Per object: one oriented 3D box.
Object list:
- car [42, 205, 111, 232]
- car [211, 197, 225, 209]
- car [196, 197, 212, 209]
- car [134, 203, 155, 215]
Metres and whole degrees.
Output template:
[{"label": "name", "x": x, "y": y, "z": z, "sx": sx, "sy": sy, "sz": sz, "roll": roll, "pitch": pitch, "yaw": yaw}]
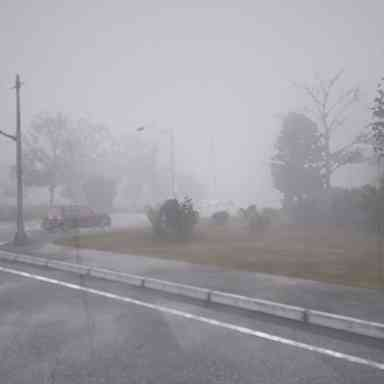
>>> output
[{"label": "car", "x": -7.847, "y": 1.691, "z": 23.028, "sx": 2.097, "sy": 1.767, "sz": 4.553, "roll": -3, "pitch": -1, "yaw": 34}, {"label": "car", "x": 5.909, "y": 1.993, "z": 57.834, "sx": 2.128, "sy": 1.511, "sz": 4.902, "roll": -2, "pitch": -2, "yaw": 32}, {"label": "car", "x": 2.920, "y": 1.906, "z": 59.666, "sx": 2.150, "sy": 2.045, "sz": 5.566, "roll": -2, "pitch": -2, "yaw": 32}, {"label": "car", "x": -5.912, "y": 2.294, "z": 45.647, "sx": 1.812, "sy": 1.442, "sz": 4.674, "roll": -2, "pitch": -2, "yaw": 32}]
